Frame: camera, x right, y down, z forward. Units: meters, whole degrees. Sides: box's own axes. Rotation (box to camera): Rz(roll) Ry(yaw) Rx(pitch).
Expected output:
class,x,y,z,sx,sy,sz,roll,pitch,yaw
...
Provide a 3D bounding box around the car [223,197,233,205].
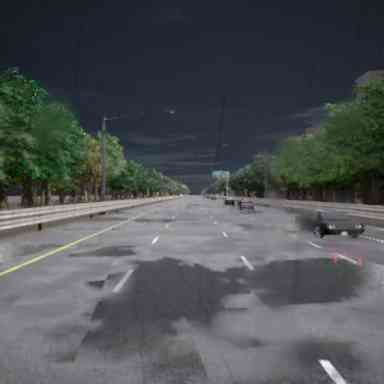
class,x,y,z,sx,sy,sz,roll,pitch,yaw
car,7.243,1.817,65.112,1.882,1.535,5.008,0,0,0

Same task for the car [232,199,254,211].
class,x,y,z,sx,sy,sz,roll,pitch,yaw
car,7.118,1.693,44.784,2.128,1.511,4.902,0,0,0

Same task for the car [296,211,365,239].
class,x,y,z,sx,sy,sz,roll,pitch,yaw
car,7.019,1.642,17.532,1.895,1.301,4.718,0,0,0
